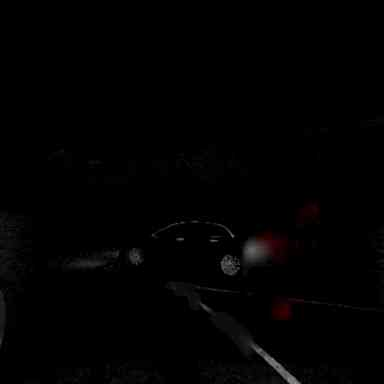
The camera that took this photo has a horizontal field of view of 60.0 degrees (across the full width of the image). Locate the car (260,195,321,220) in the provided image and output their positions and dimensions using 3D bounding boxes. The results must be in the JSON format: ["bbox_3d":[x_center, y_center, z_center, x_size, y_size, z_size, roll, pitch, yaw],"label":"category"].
[{"bbox_3d":[5.821,1.199,22.674,5.566,2.045,2.150,0,0,25],"label":"car"}]

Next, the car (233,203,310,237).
[{"bbox_3d":[2.984,1.494,16.274,4.892,1.490,1.837,0,0,25],"label":"car"}]

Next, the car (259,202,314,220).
[{"bbox_3d":[4.094,1.532,19.617,5.357,1.411,2.033,0,0,25],"label":"car"}]

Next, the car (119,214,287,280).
[{"bbox_3d":[0.094,1.506,9.899,4.892,1.490,1.837,0,0,25],"label":"car"}]
